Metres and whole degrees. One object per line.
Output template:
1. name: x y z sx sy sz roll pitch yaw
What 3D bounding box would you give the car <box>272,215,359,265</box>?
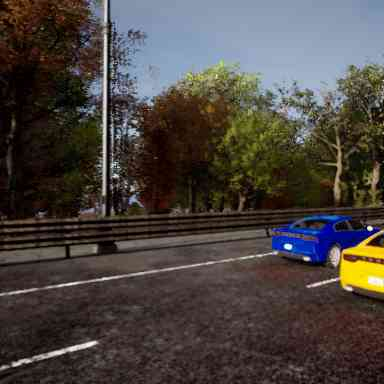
1. car: 4.971 1.554 11.681 5.008 1.535 1.882 1 0 -36

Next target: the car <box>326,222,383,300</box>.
1. car: 5.449 1.537 7.684 5.008 1.535 1.882 0 0 -36
